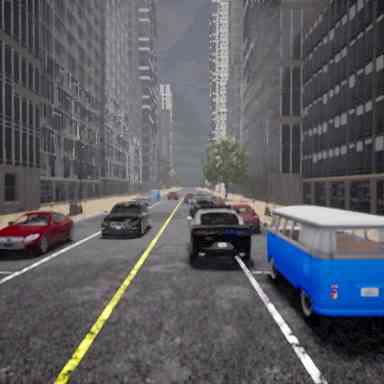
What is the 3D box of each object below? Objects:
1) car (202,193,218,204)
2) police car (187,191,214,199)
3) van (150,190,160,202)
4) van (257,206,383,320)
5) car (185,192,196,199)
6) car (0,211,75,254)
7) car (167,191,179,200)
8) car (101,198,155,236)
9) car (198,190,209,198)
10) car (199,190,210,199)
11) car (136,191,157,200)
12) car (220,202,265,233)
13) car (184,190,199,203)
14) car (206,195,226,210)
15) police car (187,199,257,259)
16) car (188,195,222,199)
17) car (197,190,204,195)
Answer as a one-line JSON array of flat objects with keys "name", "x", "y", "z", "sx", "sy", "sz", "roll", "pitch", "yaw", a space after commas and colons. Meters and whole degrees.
[{"name": "car", "x": 2.480, "y": 0.873, "z": 46.684, "sx": 2.008, "sy": 1.369, "sz": 4.403, "roll": 0, "pitch": 1, "yaw": 0}, {"name": "police car", "x": 0.774, "y": 1.022, "z": 27.959, "sx": 1.930, "sy": 1.638, "sz": 5.238, "roll": 0, "pitch": 1, "yaw": 0}, {"name": "van", "x": -5.927, "y": 0.575, "z": 52.338, "sx": 1.690, "sy": 1.788, "sz": 3.998, "roll": 0, "pitch": 1, "yaw": 0}, {"name": "van", "x": 2.661, "y": 1.241, "z": 6.839, "sx": 1.690, "sy": 1.788, "sz": 3.998, "roll": 0, "pitch": 1, "yaw": 0}, {"name": "car", "x": -0.288, "y": 0.660, "z": 63.450, "sx": 1.895, "sy": 1.301, "sz": 4.718, "roll": 0, "pitch": 1, "yaw": 0}, {"name": "car", "x": -5.746, "y": 1.399, "z": 12.498, "sx": 1.802, "sy": 1.307, "sz": 4.206, "roll": 0, "pitch": 1, "yaw": 0}, {"name": "car", "x": -3.320, "y": 0.623, "z": 57.993, "sx": 1.882, "sy": 1.535, "sz": 5.008, "roll": 0, "pitch": 1, "yaw": 0}, {"name": "car", "x": -3.175, "y": 1.261, "z": 16.749, "sx": 1.837, "sy": 1.490, "sz": 4.892, "roll": 0, "pitch": 1, "yaw": 0}, {"name": "car", "x": 2.376, "y": 0.404, "z": 69.449, "sx": 1.967, "sy": 1.590, "sz": 4.097, "roll": 0, "pitch": 1, "yaw": 0}, {"name": "car", "x": 2.402, "y": 0.495, "z": 63.758, "sx": 1.967, "sy": 1.590, "sz": 4.097, "roll": 0, "pitch": 1, "yaw": 0}, {"name": "car", "x": -5.875, "y": 0.958, "z": 40.958, "sx": 2.008, "sy": 1.369, "sz": 4.403, "roll": 0, "pitch": 1, "yaw": 0}, {"name": "car", "x": 2.609, "y": 1.319, "z": 18.225, "sx": 1.802, "sy": 1.307, "sz": 4.206, "roll": 0, "pitch": 1, "yaw": 0}, {"name": "car", "x": -0.213, "y": 0.807, "z": 49.356, "sx": 1.812, "sy": 1.442, "sz": 4.674, "roll": 0, "pitch": 1, "yaw": 0}, {"name": "car", "x": 2.531, "y": 1.073, "z": 35.301, "sx": 1.802, "sy": 1.307, "sz": 4.206, "roll": 0, "pitch": 1, "yaw": 0}, {"name": "police car", "x": 0.847, "y": 1.251, "z": 11.960, "sx": 1.930, "sy": 1.638, "sz": 5.238, "roll": 0, "pitch": 1, "yaw": 0}, {"name": "car", "x": 0.801, "y": 1.189, "z": 21.850, "sx": 1.837, "sy": 1.490, "sz": 4.892, "roll": 0, "pitch": 1, "yaw": 0}, {"name": "car", "x": 2.273, "y": 0.139, "z": 92.218, "sx": 1.887, "sy": 1.381, "sz": 4.507, "roll": 0, "pitch": 1, "yaw": 0}]
